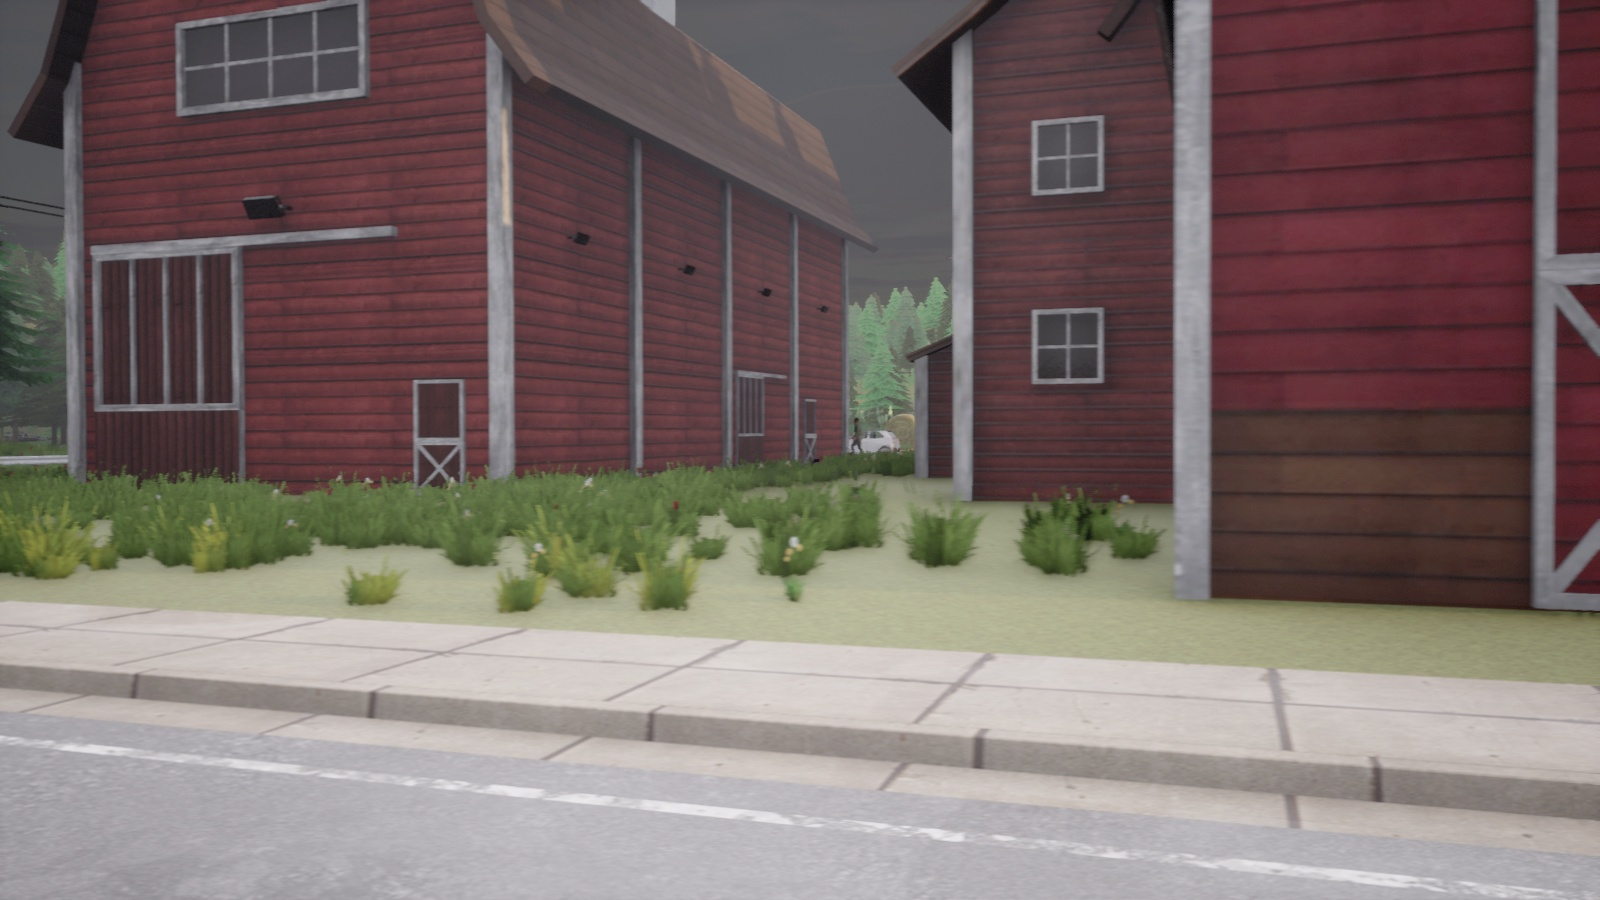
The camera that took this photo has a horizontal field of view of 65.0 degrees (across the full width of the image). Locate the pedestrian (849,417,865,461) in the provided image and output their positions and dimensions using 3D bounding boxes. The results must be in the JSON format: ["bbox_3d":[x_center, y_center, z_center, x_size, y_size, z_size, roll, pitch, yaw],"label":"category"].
[{"bbox_3d":[2.384,-0.452,52.568,0.614,1.847,0.353,0,1,9],"label":"pedestrian"}]

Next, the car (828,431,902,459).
[{"bbox_3d":[3.546,-0.272,68.357,3.633,1.501,1.845,1,1,19],"label":"car"}]
